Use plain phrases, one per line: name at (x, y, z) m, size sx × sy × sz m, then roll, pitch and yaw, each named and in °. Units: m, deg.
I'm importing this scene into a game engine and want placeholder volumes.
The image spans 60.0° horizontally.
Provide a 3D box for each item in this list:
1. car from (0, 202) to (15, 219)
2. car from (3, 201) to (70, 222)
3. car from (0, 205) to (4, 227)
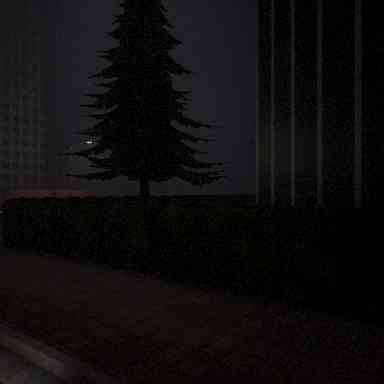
car at (-17.620, 1.619, 28.104) m, size 1.994 × 1.385 × 4.181 m, roll 0°, pitch 0°, yaw 35°
car at (-13.118, 1.560, 28.389) m, size 1.837 × 1.490 × 4.892 m, roll 0°, pitch 0°, yaw 36°
car at (-14.054, 1.408, 20.702) m, size 2.097 × 1.767 × 4.553 m, roll 0°, pitch 0°, yaw 35°
